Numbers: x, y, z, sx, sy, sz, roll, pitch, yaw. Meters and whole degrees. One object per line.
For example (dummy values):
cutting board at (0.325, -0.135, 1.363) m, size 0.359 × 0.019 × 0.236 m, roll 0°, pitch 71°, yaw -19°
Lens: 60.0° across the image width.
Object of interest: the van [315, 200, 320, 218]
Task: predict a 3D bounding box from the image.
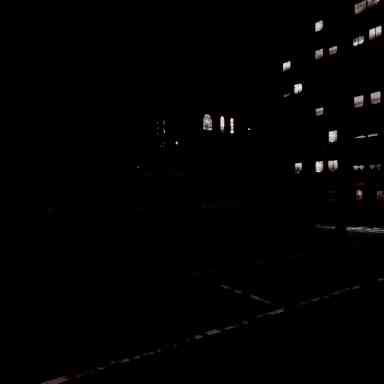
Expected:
van at (10.486, 1.646, 32.536) m, size 1.690 × 1.788 × 3.998 m, roll -1°, pitch 0°, yaw -36°
